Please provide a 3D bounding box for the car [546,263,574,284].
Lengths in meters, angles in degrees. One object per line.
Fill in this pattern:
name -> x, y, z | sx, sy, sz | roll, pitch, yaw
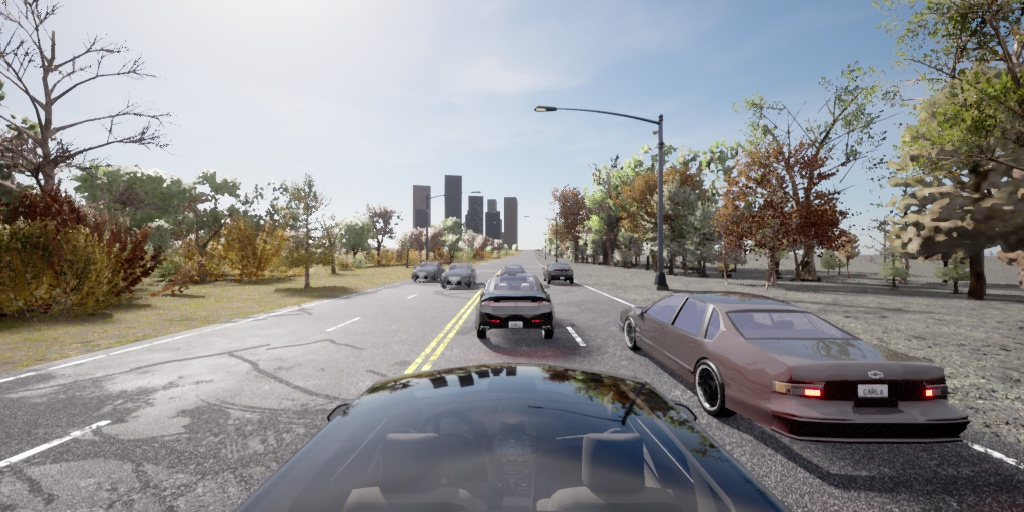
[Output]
car -> 3.352, 1.227, 26.452 | 1.837, 1.490, 4.892 | -1, 0, 0

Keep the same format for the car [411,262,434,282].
car -> -6.589, 1.218, 28.603 | 2.128, 1.511, 4.902 | 0, 0, 0

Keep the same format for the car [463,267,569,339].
car -> 0.066, 1.240, 10.023 | 2.128, 1.511, 4.902 | 0, 0, 0

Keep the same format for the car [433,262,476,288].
car -> -3.371, 1.227, 23.396 | 2.128, 1.511, 4.902 | 0, 0, 0

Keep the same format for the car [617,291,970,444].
car -> 3.342, 1.281, 5.837 | 2.033, 1.411, 5.357 | 0, 0, 0

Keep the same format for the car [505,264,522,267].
car -> 0.103, 1.293, 26.773 | 1.994, 1.385, 4.181 | 0, 0, 0
